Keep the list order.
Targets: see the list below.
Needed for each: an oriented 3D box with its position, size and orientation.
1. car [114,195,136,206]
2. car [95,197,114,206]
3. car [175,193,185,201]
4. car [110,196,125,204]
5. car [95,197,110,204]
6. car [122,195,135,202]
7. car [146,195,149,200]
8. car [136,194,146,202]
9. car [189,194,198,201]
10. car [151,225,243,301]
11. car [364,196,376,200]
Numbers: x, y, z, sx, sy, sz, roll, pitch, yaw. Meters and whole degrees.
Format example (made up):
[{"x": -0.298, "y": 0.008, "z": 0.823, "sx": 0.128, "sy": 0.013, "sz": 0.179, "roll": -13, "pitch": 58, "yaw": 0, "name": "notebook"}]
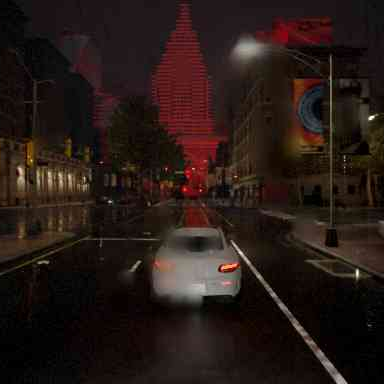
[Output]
[{"x": -11.336, "y": 1.478, "z": 56.782, "sx": 1.882, "sy": 1.535, "sz": 5.008, "roll": 0, "pitch": 0, "yaw": 0, "name": "car"}, {"x": -14.834, "y": 1.547, "z": 56.846, "sx": 2.033, "sy": 1.411, "sz": 5.357, "roll": 0, "pitch": 0, "yaw": 0, "name": "car"}, {"x": -3.119, "y": 1.218, "z": 86.508, "sx": 2.150, "sy": 2.045, "sz": 5.566, "roll": 0, "pitch": 0, "yaw": 0, "name": "car"}, {"x": -14.725, "y": 1.505, "z": 66.385, "sx": 1.837, "sy": 1.490, "sz": 4.892, "roll": 0, "pitch": 0, "yaw": 1, "name": "car"}, {"x": -17.956, "y": 1.595, "z": 66.929, "sx": 1.895, "sy": 1.301, "sz": 4.718, "roll": 0, "pitch": 0, "yaw": 0, "name": "car"}, {"x": -14.663, "y": 1.478, "z": 76.799, "sx": 1.882, "sy": 1.535, "sz": 5.008, "roll": 0, "pitch": 0, "yaw": 0, "name": "car"}, {"x": -11.163, "y": 1.355, "z": 76.815, "sx": 2.097, "sy": 1.767, "sz": 4.553, "roll": 0, "pitch": 0, "yaw": 0, "name": "car"}, {"x": -11.227, "y": 1.547, "z": 66.595, "sx": 2.033, "sy": 1.411, "sz": 5.357, "roll": 0, "pitch": 0, "yaw": 1, "name": "car"}, {"x": 0.380, "y": 1.493, "z": 86.462, "sx": 1.837, "sy": 1.490, "sz": 4.892, "roll": 0, "pitch": 0, "yaw": 0, "name": "car"}, {"x": 0.112, "y": 1.526, "z": 8.182, "sx": 1.812, "sy": 1.442, "sz": 4.674, "roll": 0, "pitch": 0, "yaw": 1, "name": "car"}, {"x": 34.744, "y": 1.481, "z": 68.090, "sx": 2.231, "sy": 1.521, "sz": 4.892, "roll": 0, "pitch": 0, "yaw": 0, "name": "car"}]
